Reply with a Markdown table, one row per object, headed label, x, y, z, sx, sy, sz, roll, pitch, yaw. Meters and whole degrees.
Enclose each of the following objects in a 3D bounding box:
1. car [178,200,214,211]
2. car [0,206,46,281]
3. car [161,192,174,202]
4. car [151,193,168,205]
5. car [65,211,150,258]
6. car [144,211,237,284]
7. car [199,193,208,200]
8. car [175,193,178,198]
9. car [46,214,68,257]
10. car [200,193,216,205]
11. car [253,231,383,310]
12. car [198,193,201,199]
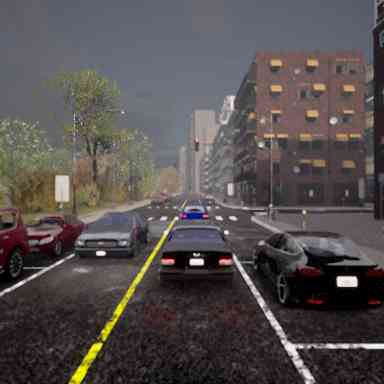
| label | x | y | z | sx | sy | sz | roll | pitch | yaw |
| --- | --- | --- | --- | --- | --- | --- | --- | --- | --- |
| car | 0.152 | 1.402 | 19.746 | 1.812 | 1.442 | 4.674 | 0 | 0 | 0 |
| car | -5.289 | 1.271 | 6.881 | 2.192 | 1.841 | 5.009 | 1 | 0 | 0 |
| car | -5.165 | 0.946 | 62.002 | 2.192 | 1.841 | 5.009 | 1 | 0 | 0 |
| car | -5.193 | 1.239 | 50.652 | 1.887 | 1.381 | 4.507 | 1 | 0 | 0 |
| car | -2.747 | 1.467 | 12.778 | 2.033 | 1.411 | 5.357 | 0 | 0 | 1 |
| car | 0.120 | 1.488 | 9.424 | 2.033 | 1.411 | 5.357 | 0 | 0 | 1 |
| car | 2.754 | 0.975 | 79.852 | 1.967 | 1.590 | 4.097 | 1 | 0 | 0 |
| car | -5.116 | 1.061 | 84.707 | 2.008 | 1.369 | 4.403 | 1 | 0 | 0 |
| car | -5.279 | 1.503 | 12.538 | 1.802 | 1.307 | 4.206 | 1 | 0 | 0 |
| car | 2.689 | 1.241 | 51.437 | 2.008 | 1.369 | 4.403 | 1 | 0 | 0 |
| car | 2.590 | 1.517 | 7.622 | 1.947 | 1.339 | 4.313 | 1 | 0 | 0 |
| car | 2.728 | 1.177 | 68.487 | 1.802 | 1.307 | 4.206 | 1 | 0 | 0 |
